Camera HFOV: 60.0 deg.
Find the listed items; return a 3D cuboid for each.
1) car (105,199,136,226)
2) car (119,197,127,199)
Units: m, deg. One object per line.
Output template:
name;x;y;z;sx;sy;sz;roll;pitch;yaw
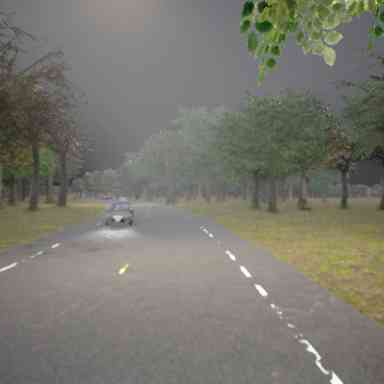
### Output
car;-5.090;1.546;23.953;2.128;1.511;4.902;0;0;-7
car;-13.418;1.736;64.483;1.812;1.442;4.674;0;0;-16
